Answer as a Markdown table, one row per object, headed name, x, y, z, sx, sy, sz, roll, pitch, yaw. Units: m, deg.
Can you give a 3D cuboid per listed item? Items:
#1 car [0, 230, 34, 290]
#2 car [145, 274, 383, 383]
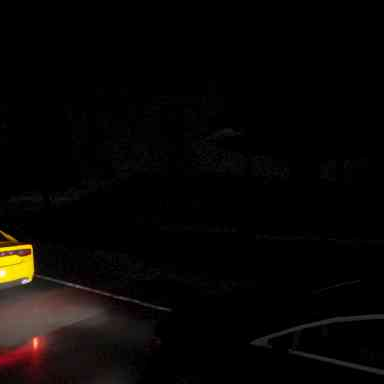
| name | x | y | z | sx | sy | sz | roll | pitch | yaw |
| --- | --- | --- | --- | --- | --- | --- | --- | --- | --- |
| car | -5.831 | 1.469 | 8.000 | 5.008 | 1.535 | 1.882 | 0 | 0 | 35 |
| car | 1.767 | 1.492 | 2.747 | 4.902 | 1.511 | 2.128 | 0 | 0 | 35 |
